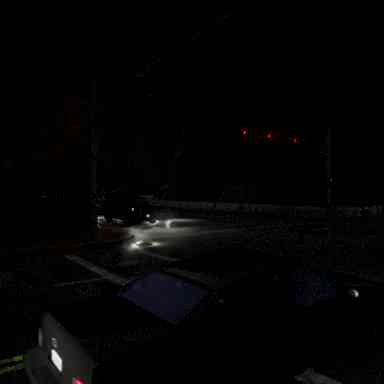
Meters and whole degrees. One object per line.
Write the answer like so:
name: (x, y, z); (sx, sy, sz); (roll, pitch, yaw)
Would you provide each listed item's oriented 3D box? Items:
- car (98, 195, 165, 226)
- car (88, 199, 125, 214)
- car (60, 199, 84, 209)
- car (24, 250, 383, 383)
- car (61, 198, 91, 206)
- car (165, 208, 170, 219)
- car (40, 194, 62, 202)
car: (-4.582, 1.242, 24.348); (2.150, 2.045, 5.566); (0, 0, -37)
car: (-9.579, 1.575, 36.815); (2.033, 1.411, 5.357); (0, 0, -38)
car: (-16.756, 1.628, 46.391); (1.895, 1.301, 4.718); (0, 0, -37)
car: (0.767, 1.554, 4.534); (5.357, 1.411, 2.033); (0, 0, -38)
car: (-10.742, 1.568, 32.538); (2.033, 1.411, 5.357); (0, 0, -37)
car: (-3.812, 1.554, 29.182); (1.812, 1.442, 4.674); (0, 0, -37)
car: (-17.190, 1.243, 41.129); (2.150, 2.045, 5.566); (0, 0, -37)
